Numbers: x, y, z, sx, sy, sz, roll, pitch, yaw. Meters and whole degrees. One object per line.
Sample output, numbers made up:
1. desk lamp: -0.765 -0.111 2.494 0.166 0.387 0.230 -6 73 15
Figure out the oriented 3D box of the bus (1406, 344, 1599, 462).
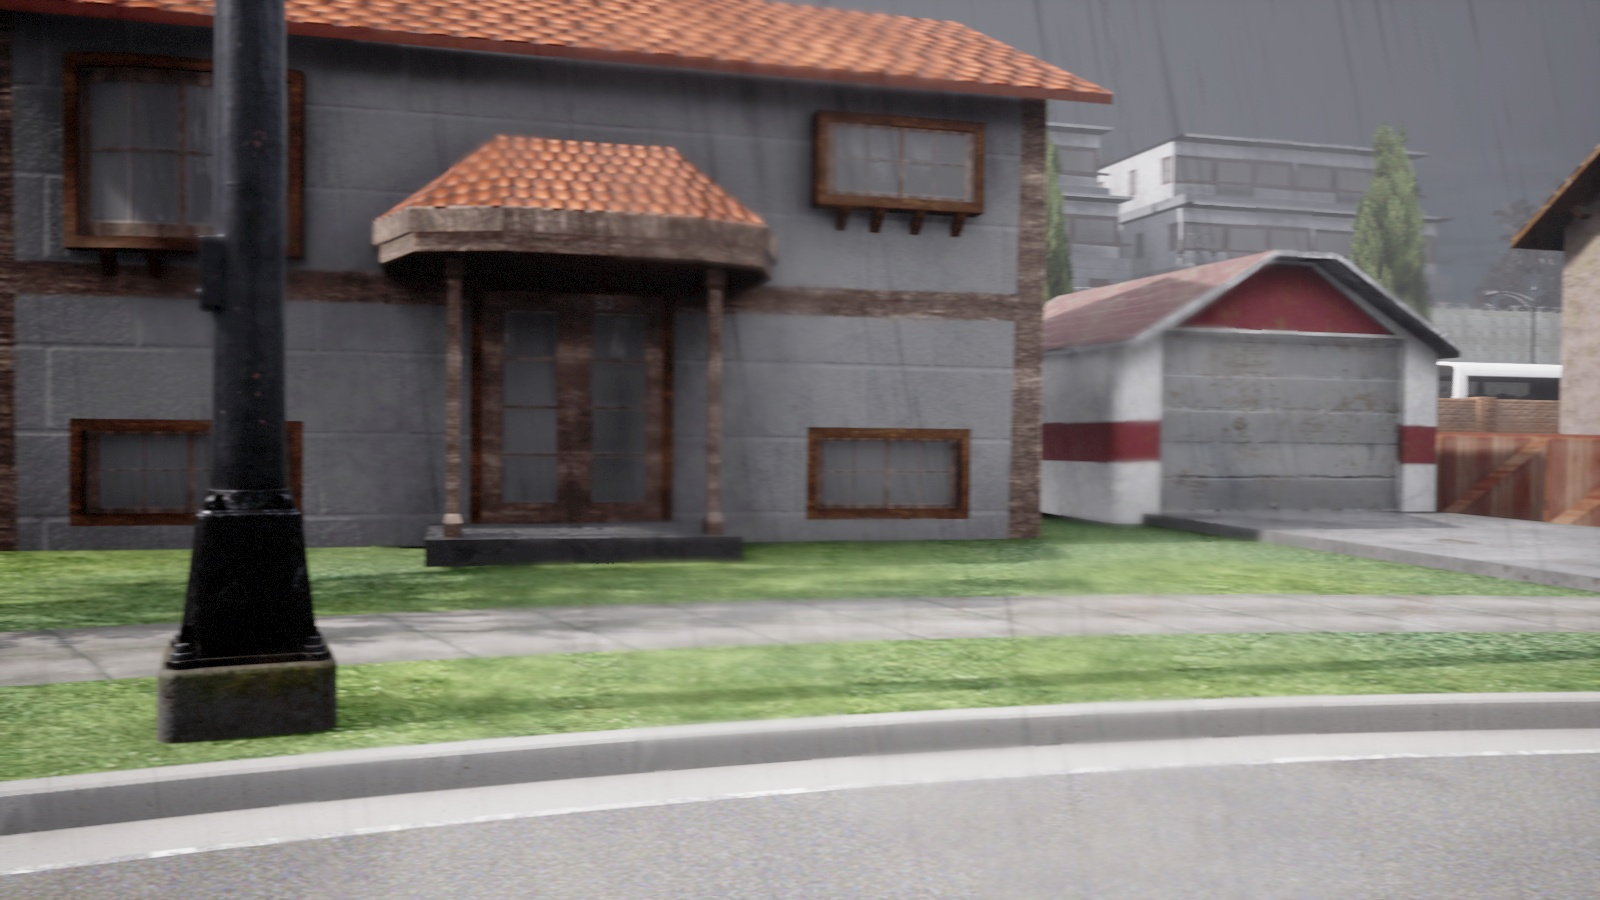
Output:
1. bus: 29.158 -1.779 48.424 10.273 4.253 3.944 -1 1 -14
